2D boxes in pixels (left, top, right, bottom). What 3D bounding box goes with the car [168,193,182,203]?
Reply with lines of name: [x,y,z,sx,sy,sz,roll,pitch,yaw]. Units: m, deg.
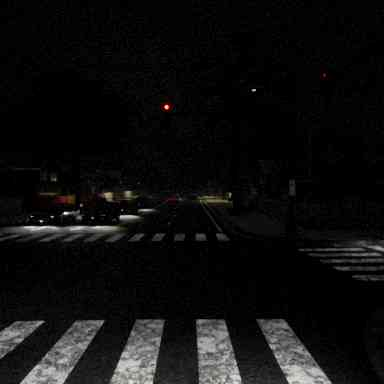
car: [-3.120,1.211,57.748,1.895,1.301,4.718,0,1,0]

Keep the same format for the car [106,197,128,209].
car: [-9.817,1.432,43.800,1.895,1.301,4.718,0,1,0]

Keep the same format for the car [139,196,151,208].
car: [-6.565,1.336,43.747,1.837,1.490,4.892,0,1,0]

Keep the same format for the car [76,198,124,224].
car: [-6.586,1.469,24.446,1.837,1.490,4.892,0,0,0]

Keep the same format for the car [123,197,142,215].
car: [-6.578,1.499,33.343,1.994,1.385,4.181,0,0,0]

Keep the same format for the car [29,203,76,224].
car: [-9.838,1.512,24.369,2.033,1.411,5.357,0,0,0]

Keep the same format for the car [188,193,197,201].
car: [0.139,0.935,67.041,1.882,1.535,5.008,0,1,0]

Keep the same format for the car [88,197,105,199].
car: [-9.830,1.285,33.753,2.097,1.767,4.553,0,0,0]

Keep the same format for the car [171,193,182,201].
car: [-3.114,0.938,67.733,2.128,1.511,4.902,0,1,0]
